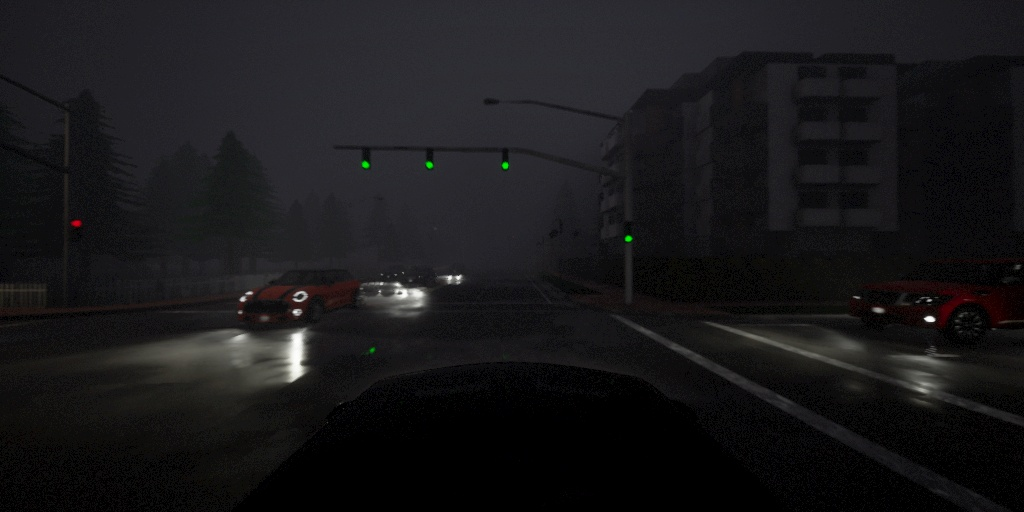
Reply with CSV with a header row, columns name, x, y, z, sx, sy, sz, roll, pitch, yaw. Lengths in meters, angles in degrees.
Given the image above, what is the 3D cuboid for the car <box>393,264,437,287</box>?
name,x,y,z,sx,sy,sz,roll,pitch,yaw
car,-7.100,1.481,27.577,2.128,1.511,4.902,0,-1,0

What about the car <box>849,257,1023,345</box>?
name,x,y,z,sx,sy,sz,roll,pitch,yaw
car,12.199,1.043,9.363,5.566,2.045,2.150,0,-1,-2

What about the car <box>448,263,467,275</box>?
name,x,y,z,sx,sy,sz,roll,pitch,yaw
car,-7.008,1.668,46.504,2.128,1.511,4.902,0,-1,0

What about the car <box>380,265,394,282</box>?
name,x,y,z,sx,sy,sz,roll,pitch,yaw
car,-10.594,1.545,33.146,1.837,1.490,4.892,0,0,0

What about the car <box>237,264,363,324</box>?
name,x,y,z,sx,sy,sz,roll,pitch,yaw
car,-7.001,1.200,12.398,2.097,1.767,4.553,0,0,0
